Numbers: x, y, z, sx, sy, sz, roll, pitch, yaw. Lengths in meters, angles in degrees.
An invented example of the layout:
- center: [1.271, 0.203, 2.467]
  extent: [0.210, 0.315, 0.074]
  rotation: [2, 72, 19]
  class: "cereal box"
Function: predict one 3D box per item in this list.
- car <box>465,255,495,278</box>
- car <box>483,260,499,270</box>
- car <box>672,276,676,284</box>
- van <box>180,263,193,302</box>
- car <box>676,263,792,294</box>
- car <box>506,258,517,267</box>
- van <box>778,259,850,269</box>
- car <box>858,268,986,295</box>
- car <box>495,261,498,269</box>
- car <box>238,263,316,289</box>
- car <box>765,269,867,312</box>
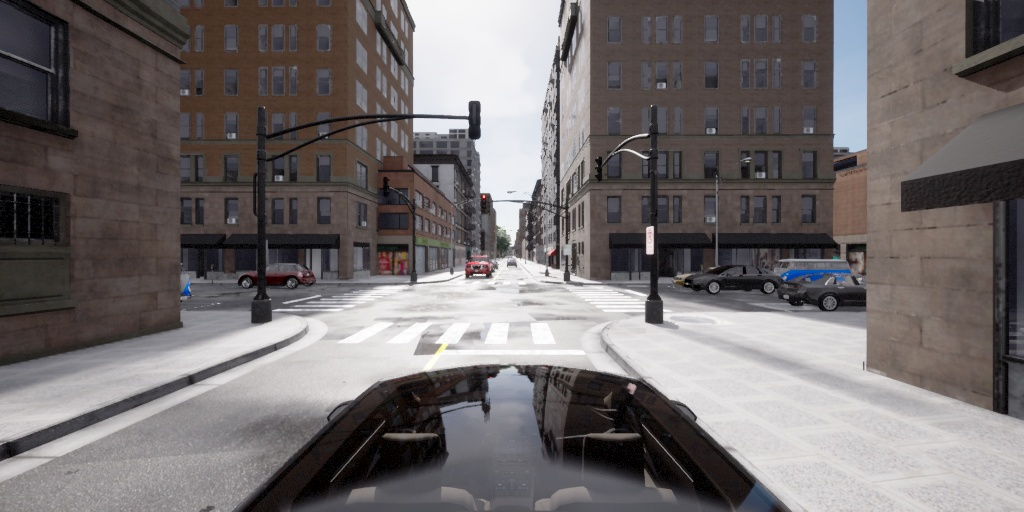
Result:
- center: [-3.111, 0.962, 34.225]
  extent: [2.150, 2.045, 5.566]
  rotation: [0, 0, 0]
  class: "car"
- center: [-3.106, 1.288, 54.056]
  extent: [1.994, 1.385, 4.181]
  rotation: [0, 0, 1]
  class: "car"
- center: [12.413, 1.264, 22.017]
  extent: [4.829, 1.417, 1.751]
  rotation: [0, 0, 1]
  class: "car"
- center: [-14.678, 1.089, 13.761]
  extent: [3.998, 1.789, 1.690]
  rotation: [0, 0, 1]
  class: "van"
- center: [11.921, 1.248, 19.465]
  extent: [4.892, 1.490, 1.837]
  rotation: [0, 0, -1]
  class: "car"
- center: [-0.026, 1.260, 63.766]
  extent: [2.033, 1.411, 5.357]
  rotation: [0, 0, 0]
  class: "car"
- center: [18.253, 1.080, 21.959]
  extent: [3.998, 1.789, 1.690]
  rotation: [0, 0, 1]
  class: "van"
- center: [21.955, 1.346, 19.352]
  extent: [4.718, 1.301, 1.895]
  rotation: [0, 0, 1]
  class: "car"
- center: [-3.117, 1.259, 44.062]
  extent: [1.812, 1.442, 4.674]
  rotation: [0, 0, 0]
  class: "car"
- center: [-14.611, 1.172, 22.287]
  extent: [4.097, 1.591, 1.967]
  rotation: [0, 0, 1]
  class: "car"
- center: [12.516, 1.305, 13.490]
  extent: [4.403, 1.370, 2.007]
  rotation: [0, 0, 1]
  class: "car"
